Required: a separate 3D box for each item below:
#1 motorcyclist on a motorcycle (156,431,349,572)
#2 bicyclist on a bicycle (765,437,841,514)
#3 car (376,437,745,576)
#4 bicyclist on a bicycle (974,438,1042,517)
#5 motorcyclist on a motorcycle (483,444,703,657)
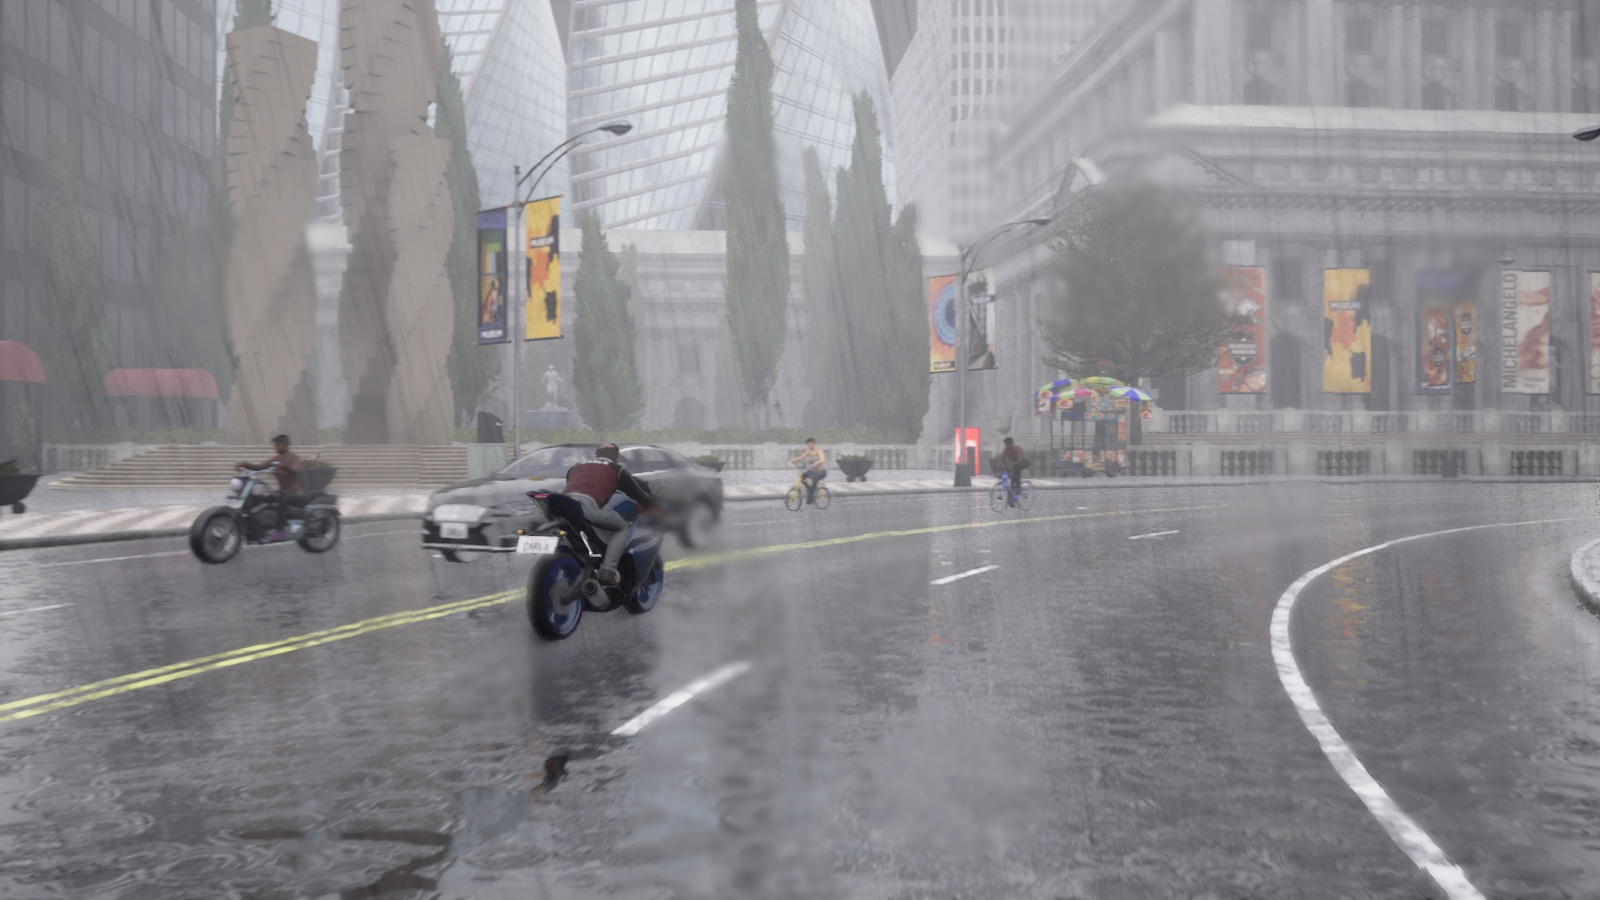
[{"bbox_3d":[-6.895,0.593,15.971,0.766,1.649,2.350,1,1,24],"label":"motorcyclist on a motorcycle"},{"bbox_3d":[0.068,0.530,27.144,0.866,1.612,1.509,1,1,41],"label":"bicyclist on a bicycle"},{"bbox_3d":[-2.870,0.605,16.330,2.128,1.511,4.902,0,0,28],"label":"car"},{"bbox_3d":[4.440,0.556,26.750,0.582,1.620,1.656,1,1,44],"label":"bicyclist on a bicycle"},{"bbox_3d":[-1.610,0.720,10.250,0.866,1.530,2.191,1,0,17],"label":"motorcyclist on a motorcycle"}]
